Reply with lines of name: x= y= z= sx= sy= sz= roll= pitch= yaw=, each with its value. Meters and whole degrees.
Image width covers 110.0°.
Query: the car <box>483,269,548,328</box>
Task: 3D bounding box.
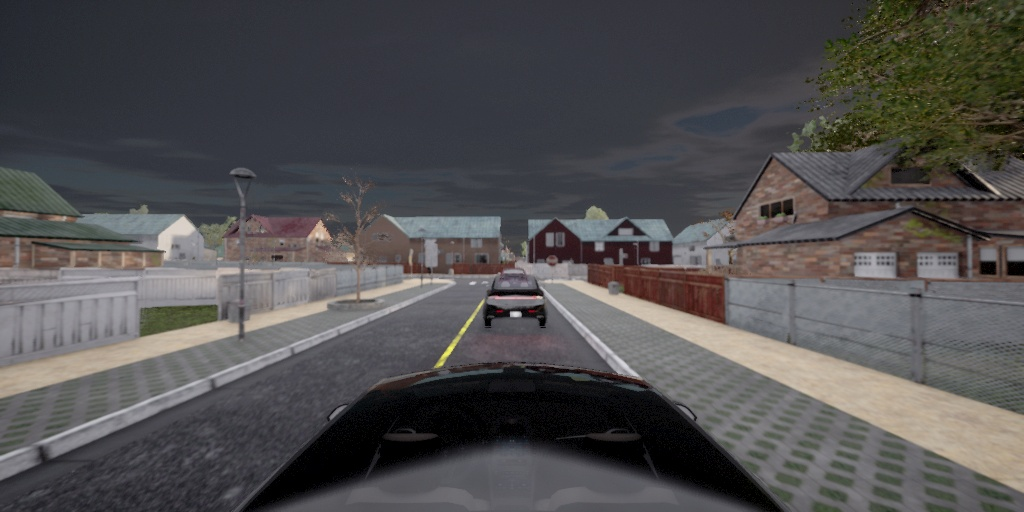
car: x=0.096 y=1.363 z=11.961 sx=2.128 sy=1.511 sz=4.902 roll=0 pitch=-1 yaw=0

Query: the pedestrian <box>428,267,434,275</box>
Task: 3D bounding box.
pedestrian: x=-9.365 y=1.273 z=41.209 sx=0.375 sy=1.860 sz=0.375 roll=0 pitch=-1 yaw=1

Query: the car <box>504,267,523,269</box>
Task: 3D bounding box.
car: x=0.093 y=1.480 z=22.938 sx=1.882 sy=1.535 sz=5.008 roll=0 pitch=-1 yaw=0
